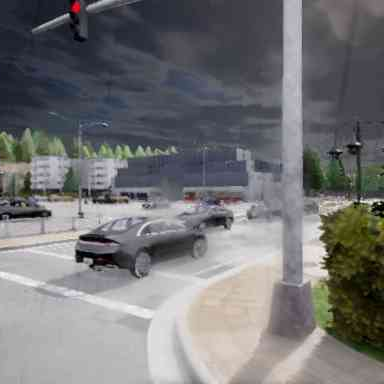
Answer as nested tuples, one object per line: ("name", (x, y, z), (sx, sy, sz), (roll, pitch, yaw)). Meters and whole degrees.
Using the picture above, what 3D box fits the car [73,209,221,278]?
("car", (-1.285, 1.498, 10.320), (2.128, 1.511, 4.902), (0, 0, 32))

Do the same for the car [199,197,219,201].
("car", (2.211, 1.400, 45.977), (1.845, 1.501, 3.633), (0, 0, 35))

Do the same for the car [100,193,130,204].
("car", (-12.893, 1.137, 56.805), (1.932, 1.855, 4.605), (0, 0, 35))

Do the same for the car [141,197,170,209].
("car", (-4.503, 1.411, 41.633), (1.970, 1.475, 3.806), (0, 0, 35))

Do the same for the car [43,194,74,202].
("car", (-25.959, 1.205, 65.520), (2.152, 1.636, 5.027), (0, 0, 35))

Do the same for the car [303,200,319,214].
("car", (12.182, 1.562, 35.951), (2.033, 1.411, 5.357), (0, 0, 35))

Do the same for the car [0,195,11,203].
("car", (-38.445, 1.356, 65.309), (2.007, 1.523, 4.514), (0, 0, 35))

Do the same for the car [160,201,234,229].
("car", (0.692, 1.503, 19.406), (2.128, 1.511, 4.902), (0, 0, 35))

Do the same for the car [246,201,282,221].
("car", (6.105, 1.504, 27.226), (2.128, 1.511, 4.902), (0, 0, 35))

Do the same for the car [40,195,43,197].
("car", (-31.388, 1.289, 68.956), (1.970, 1.475, 3.806), (0, 0, 35))

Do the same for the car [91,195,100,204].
("car", (-15.505, 1.119, 58.143), (1.905, 1.878, 3.866), (0, 0, 35))

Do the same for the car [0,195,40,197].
("car", (-20.639, 1.353, 39.567), (1.845, 1.501, 3.633), (0, 0, 35))

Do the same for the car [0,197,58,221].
("car", (-12.792, 1.361, 24.701), (2.007, 1.523, 4.514), (0, 0, 35))
